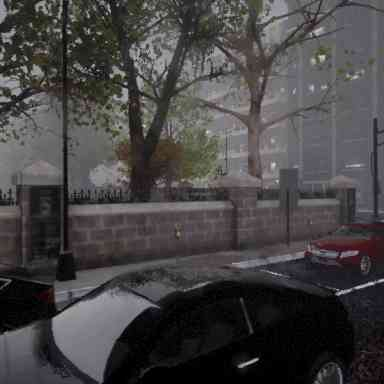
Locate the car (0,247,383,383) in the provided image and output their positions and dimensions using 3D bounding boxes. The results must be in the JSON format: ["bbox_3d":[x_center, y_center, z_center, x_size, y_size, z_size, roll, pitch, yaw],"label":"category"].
[{"bbox_3d":[-0.271,1.525,3.184,4.674,1.442,1.812,0,0,-35],"label":"car"}]

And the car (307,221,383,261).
[{"bbox_3d":[5.243,1.580,10.201,4.206,1.307,1.802,0,0,-35],"label":"car"}]

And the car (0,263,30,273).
[{"bbox_3d":[-3.830,1.566,3.858,4.313,1.339,1.947,0,0,-35],"label":"car"}]
